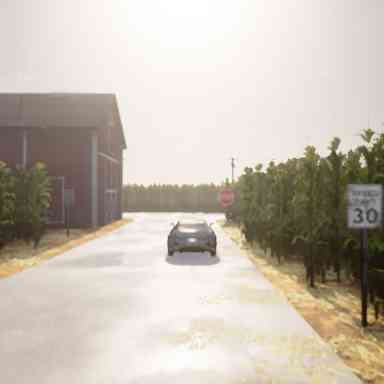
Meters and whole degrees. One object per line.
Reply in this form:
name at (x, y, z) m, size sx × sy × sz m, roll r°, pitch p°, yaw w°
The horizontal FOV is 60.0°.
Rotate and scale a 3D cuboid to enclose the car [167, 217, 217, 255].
car at (0.004, 1.781, 14.298) m, size 1.994 × 1.385 × 4.181 m, roll 0°, pitch -1°, yaw 0°
